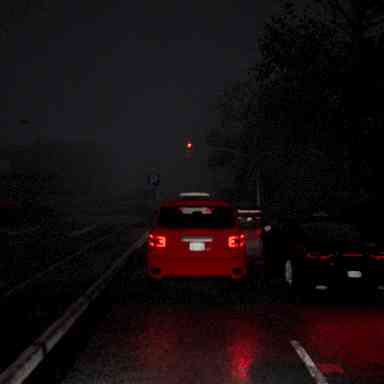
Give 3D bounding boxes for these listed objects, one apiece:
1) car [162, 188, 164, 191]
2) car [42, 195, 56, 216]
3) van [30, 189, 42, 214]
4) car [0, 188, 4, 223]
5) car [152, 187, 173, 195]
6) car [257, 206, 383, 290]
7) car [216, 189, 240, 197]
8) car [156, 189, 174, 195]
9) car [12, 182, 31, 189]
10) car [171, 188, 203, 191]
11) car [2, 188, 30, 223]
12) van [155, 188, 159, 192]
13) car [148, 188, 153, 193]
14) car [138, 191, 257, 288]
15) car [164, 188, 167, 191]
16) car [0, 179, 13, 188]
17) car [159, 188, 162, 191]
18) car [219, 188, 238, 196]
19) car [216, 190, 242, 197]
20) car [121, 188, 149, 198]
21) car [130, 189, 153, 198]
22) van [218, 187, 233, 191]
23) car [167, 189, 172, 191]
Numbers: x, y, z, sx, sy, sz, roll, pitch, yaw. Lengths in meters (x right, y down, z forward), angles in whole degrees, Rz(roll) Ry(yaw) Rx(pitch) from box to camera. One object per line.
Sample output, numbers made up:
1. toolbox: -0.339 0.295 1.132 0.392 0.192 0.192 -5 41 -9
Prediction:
1. car: -9.749 0.289 79.996 4.674 1.452 2.002 -1 1 -13
2. car: -13.664 1.039 27.239 4.553 1.767 2.185 -1 1 -19
3. van: -13.635 0.972 24.261 4.442 1.987 1.878 -1 0 -20
4. car: -13.816 1.019 18.188 5.566 2.045 2.435 -1 1 -20
5. car: -8.128 -0.166 91.984 5.566 2.045 2.435 -1 0 -12
6. car: 3.095 1.366 8.789 1.882 1.535 5.008 0 1 0
7. car: 7.570 0.197 70.632 4.553 1.767 2.185 0 1 -14
8. car: -7.711 0.046 94.966 5.008 1.535 2.097 -1 0 -12
9. car: -28.241 -0.611 55.874 2.002 1.452 4.674 6 -2 -20
10. car: 0.128 0.985 19.435 2.150 2.045 5.566 0 1 0
11. car: -13.747 0.983 21.224 5.566 2.045 2.435 -1 0 -20
12. van: -10.342 0.103 74.026 4.442 1.987 1.878 -1 0 -14
13. car: -10.893 0.405 68.037 5.366 1.575 1.946 -1 0 -15
14. car: 0.092 1.107 9.078 2.150 2.045 5.566 0 1 0
15. car: -9.382 0.249 82.998 4.674 1.452 2.002 -1 0 -13
16. car: -31.236 -1.174 55.923 2.435 2.045 5.566 6 -2 -19
17. car: -10.118 0.291 77.000 4.892 1.521 2.231 -1 0 -14
18. car: 9.341 -0.012 85.332 4.553 1.767 2.185 0 1 -12
19. car: 8.102 0.279 73.627 5.366 1.575 1.946 0 1 -13
20. car: -11.533 0.488 65.045 4.792 1.488 2.163 -1 1 -15
21. car: -10.803 0.246 70.987 4.553 1.767 2.185 -1 0 -14
22. van: 7.191 0.138 67.661 4.442 1.987 1.878 0 1 -14
23. car: -8.575 0.167 88.981 4.674 1.452 2.002 -1 1 -12
